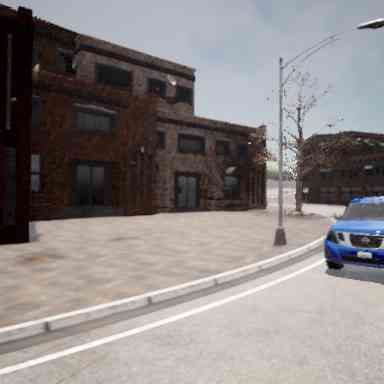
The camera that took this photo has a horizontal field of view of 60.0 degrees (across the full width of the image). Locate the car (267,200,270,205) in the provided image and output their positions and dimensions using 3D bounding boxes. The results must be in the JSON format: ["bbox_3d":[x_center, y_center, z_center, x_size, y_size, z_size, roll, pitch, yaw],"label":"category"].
[{"bbox_3d":[10.603,1.369,53.831,1.812,1.442,4.674,1,-1,-24],"label":"car"}]

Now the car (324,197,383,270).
[{"bbox_3d":[5.917,1.189,10.396,2.150,2.045,5.566,0,0,37],"label":"car"}]
